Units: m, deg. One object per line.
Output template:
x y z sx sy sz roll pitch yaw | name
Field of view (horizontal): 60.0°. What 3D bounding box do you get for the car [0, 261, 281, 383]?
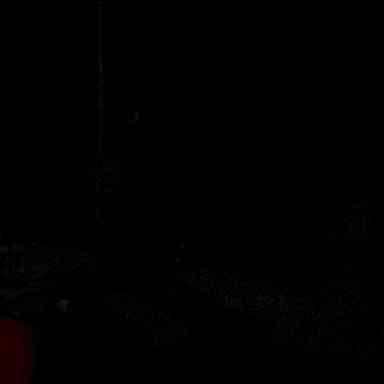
-1.253 1.575 3.971 4.507 1.381 1.887 -1 0 35 | car
